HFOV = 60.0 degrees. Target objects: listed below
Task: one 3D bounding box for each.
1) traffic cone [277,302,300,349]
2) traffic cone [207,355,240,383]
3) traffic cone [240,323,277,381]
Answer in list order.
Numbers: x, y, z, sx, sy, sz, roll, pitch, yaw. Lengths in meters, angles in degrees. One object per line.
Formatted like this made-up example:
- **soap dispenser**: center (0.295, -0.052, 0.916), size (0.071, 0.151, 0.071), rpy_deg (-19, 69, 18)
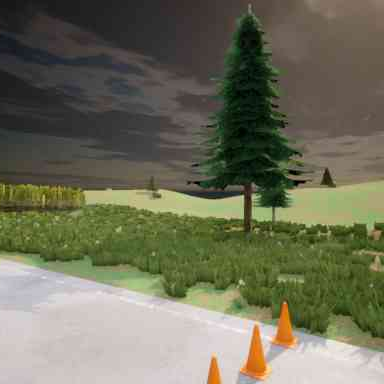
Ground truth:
- **traffic cone**: center (1.395, 1.955, 4.995), size (0.340, 0.580, 0.340), rpy_deg (0, 0, 36)
- **traffic cone**: center (0.226, 1.955, 3.372), size (0.340, 0.580, 0.340), rpy_deg (0, 0, 36)
- **traffic cone**: center (0.810, 1.955, 4.184), size (0.340, 0.580, 0.340), rpy_deg (0, 0, 36)
